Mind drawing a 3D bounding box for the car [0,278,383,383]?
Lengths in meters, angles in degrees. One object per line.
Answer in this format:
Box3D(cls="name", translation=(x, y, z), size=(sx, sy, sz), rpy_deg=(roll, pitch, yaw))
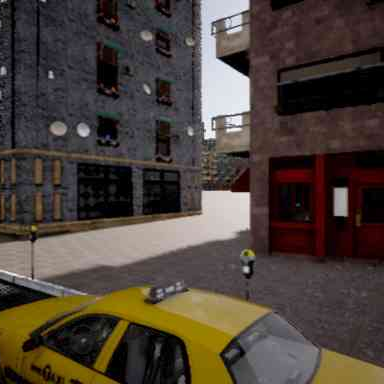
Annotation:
Box3D(cls="car", translation=(-0.451, 1.517, 3.200), size=(4.829, 1.417, 1.752), rpy_deg=(0, 0, 35))
